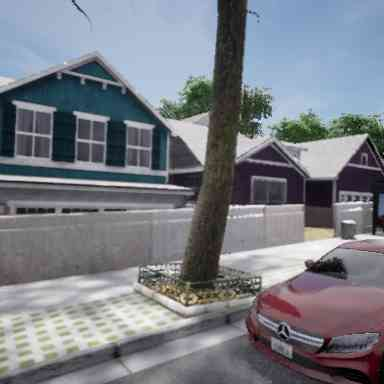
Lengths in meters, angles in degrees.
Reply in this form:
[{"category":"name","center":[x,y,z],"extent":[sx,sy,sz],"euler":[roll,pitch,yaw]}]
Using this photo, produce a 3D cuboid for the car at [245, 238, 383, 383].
[{"category":"car","center":[2.921,1.514,5.135],"extent":[4.674,1.442,1.812],"euler":[0,0,-35]}]
